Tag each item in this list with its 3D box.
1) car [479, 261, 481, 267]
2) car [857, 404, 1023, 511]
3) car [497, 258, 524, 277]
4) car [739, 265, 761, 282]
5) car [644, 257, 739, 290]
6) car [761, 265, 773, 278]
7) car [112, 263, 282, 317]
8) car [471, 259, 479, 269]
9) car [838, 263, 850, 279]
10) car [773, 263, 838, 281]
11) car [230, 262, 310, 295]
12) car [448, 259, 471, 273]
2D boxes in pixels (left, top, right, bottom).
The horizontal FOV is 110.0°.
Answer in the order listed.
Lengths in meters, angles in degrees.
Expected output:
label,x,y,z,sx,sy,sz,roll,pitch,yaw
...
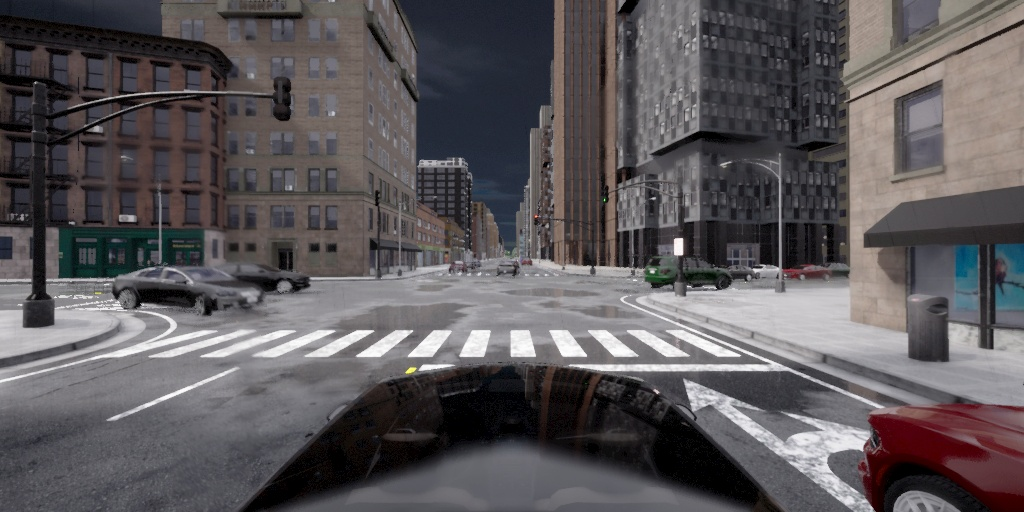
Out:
label,x,y,z,sx,sy,sz,roll,pitch,yaw
car,-6.673,1.322,64.632,1.994,1.385,4.181,0,0,0
car,3.353,1.228,0.406,1.882,1.535,5.008,0,0,0
car,-0.356,1.245,36.053,2.128,1.511,4.902,0,0,7
car,19.279,1.512,32.033,4.892,1.490,1.837,1,0,-17
car,10.906,1.073,22.302,5.566,2.045,2.150,1,-1,-19
car,26.009,1.637,37.346,4.674,1.442,1.812,1,0,-15
car,-11.143,1.114,12.495,4.902,1.511,2.128,3,0,9
car,-6.683,1.249,54.669,2.128,1.511,4.902,0,0,0
car,35.018,1.568,39.628,4.553,1.767,2.097,1,0,-13
car,28.330,1.591,34.605,5.008,1.535,1.882,1,0,-15
car,-12.689,1.073,17.498,5.008,1.535,1.882,0,0,-18
car,-6.672,1.281,44.709,1.812,1.442,4.674,0,0,0
